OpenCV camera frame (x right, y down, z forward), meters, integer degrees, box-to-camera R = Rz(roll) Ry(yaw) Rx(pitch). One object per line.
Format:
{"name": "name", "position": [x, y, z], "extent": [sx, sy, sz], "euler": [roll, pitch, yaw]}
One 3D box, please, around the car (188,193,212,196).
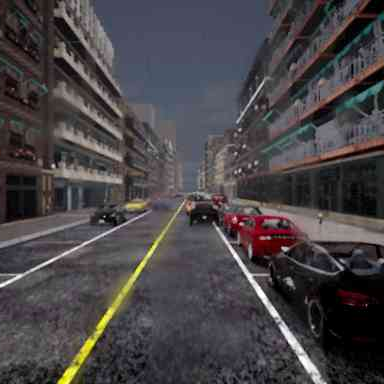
{"name": "car", "position": [0.617, 1.205, 32.651], "extent": [2.097, 1.767, 4.553], "euler": [0, 0, 4]}

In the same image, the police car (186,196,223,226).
{"name": "police car", "position": [0.763, 1.320, 22.730], "extent": [1.930, 1.638, 5.238], "euler": [0, 0, 0]}

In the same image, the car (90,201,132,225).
{"name": "car", "position": [-5.688, 1.460, 23.121], "extent": [1.947, 1.339, 4.313], "euler": [0, 0, 0]}

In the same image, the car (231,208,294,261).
{"name": "car", "position": [2.692, 1.491, 11.846], "extent": [1.887, 1.381, 4.507], "euler": [0, 0, 0]}

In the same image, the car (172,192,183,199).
{"name": "car", "position": [-2.998, 0.872, 76.333], "extent": [1.994, 1.385, 4.181], "euler": [0, 0, 0]}

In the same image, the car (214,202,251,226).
{"name": "car", "position": [2.693, 1.445, 23.118], "extent": [2.008, 1.369, 4.403], "euler": [0, 0, 0]}

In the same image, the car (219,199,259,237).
{"name": "car", "position": [2.692, 1.361, 17.482], "extent": [1.967, 1.590, 4.097], "euler": [0, 0, 0]}

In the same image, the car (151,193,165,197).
{"name": "car", "position": [-5.687, 1.199, 51.304], "extent": [1.967, 1.590, 4.097], "euler": [0, 0, 0]}

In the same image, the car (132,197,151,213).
{"name": "car", "position": [-5.688, 1.367, 34.224], "extent": [1.752, 1.417, 4.829], "euler": [0, 0, 0]}

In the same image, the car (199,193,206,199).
{"name": "car", "position": [2.694, 1.115, 85.288], "extent": [1.752, 1.417, 4.829], "euler": [0, 0, 0]}

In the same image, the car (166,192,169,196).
{"name": "car", "position": [-5.686, 1.046, 56.940], "extent": [2.192, 1.841, 5.009], "euler": [0, 0, 0]}

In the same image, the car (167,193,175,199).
{"name": "car", "position": [-5.686, 1.002, 90.757], "extent": [1.967, 1.590, 4.097], "euler": [0, 0, 0]}

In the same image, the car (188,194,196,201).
{"name": "car", "position": [0.002, 1.151, 73.197], "extent": [1.895, 1.301, 4.718], "euler": [0, 0, 0]}

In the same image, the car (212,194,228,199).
{"name": "car", "position": [2.694, 1.156, 34.390], "extent": [2.192, 1.841, 5.009], "euler": [0, 0, 0]}

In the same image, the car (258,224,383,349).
{"name": "car", "position": [2.692, 1.538, 6.209], "extent": [1.947, 1.339, 4.313], "euler": [0, 0, 0]}

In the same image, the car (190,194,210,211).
{"name": "car", "position": [0.857, 1.175, 38.590], "extent": [2.097, 1.767, 4.553], "euler": [0, 0, 0]}

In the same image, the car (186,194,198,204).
{"name": "car", "position": [0.002, 1.203, 58.168], "extent": [1.882, 1.535, 5.008], "euler": [0, 0, 0]}

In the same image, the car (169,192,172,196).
{"name": "car", "position": [-5.685, 0.905, 85.121], "extent": [2.192, 1.841, 5.009], "euler": [0, 0, 0]}

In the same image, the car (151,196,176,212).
{"name": "car", "position": [-3.096, 1.436, 35.639], "extent": [1.895, 1.301, 4.718], "euler": [0, 0, 0]}
